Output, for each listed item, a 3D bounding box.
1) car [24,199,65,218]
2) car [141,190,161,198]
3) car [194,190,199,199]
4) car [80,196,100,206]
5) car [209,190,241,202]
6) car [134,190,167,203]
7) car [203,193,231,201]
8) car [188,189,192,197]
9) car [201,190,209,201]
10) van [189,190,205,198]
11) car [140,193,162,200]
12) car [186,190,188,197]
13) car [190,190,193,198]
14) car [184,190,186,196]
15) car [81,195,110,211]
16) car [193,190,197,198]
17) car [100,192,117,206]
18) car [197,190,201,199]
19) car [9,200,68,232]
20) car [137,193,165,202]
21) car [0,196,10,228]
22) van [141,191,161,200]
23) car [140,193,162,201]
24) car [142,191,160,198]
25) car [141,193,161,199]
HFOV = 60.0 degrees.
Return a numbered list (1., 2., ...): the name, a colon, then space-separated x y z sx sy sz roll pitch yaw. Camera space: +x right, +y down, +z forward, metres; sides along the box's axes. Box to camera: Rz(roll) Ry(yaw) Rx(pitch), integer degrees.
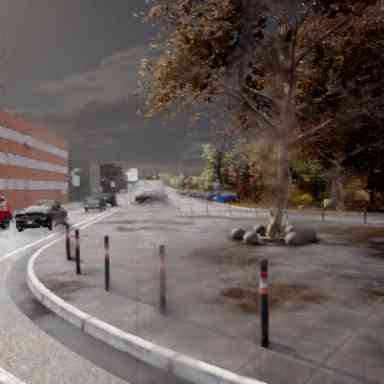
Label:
1. car: -13.903 1.490 31.659 2.128 1.511 4.902 -1 1 -6
2. car: -11.542 0.570 93.226 5.566 2.045 2.435 -1 1 -7
3. car: 3.704 0.867 72.438 5.008 1.535 2.097 -1 1 -7
4. car: -16.217 1.390 53.100 2.033 1.411 5.357 -1 1 -6
5. car: 5.761 0.862 55.612 4.553 1.767 2.185 -1 1 -7
6. car: -7.022 0.868 56.772 5.566 2.045 2.435 -1 0 -7
7. car: 4.775 0.936 64.036 4.892 1.521 2.231 -1 1 -7
8. car: 2.281 0.771 83.768 5.008 1.535 2.097 -1 1 -7
9. car: 5.075 0.704 61.350 5.566 2.045 2.435 -1 1 -7
10. van: 1.359 0.474 92.060 4.442 1.987 1.878 -1 1 -7
11. car: -9.132 1.017 73.597 4.792 1.488 2.163 -1 1 -7
12. car: 1.587 0.724 89.372 5.008 1.535 2.097 -1 1 -7
13. car: 2.642 0.795 80.968 5.008 1.535 2.097 -1 1 -7
14. car: 0.901 0.679 94.852 4.892 1.521 2.231 -1 1 -7
15. car: -11.227 1.464 38.760 2.033 1.411 5.357 -1 0 -6
16. car: 3.352 0.843 75.240 5.008 1.535 2.097 -1 1 -7
17. car: -12.521 1.063 49.372 2.150 2.045 5.566 -1 1 -7
18. car: 4.057 0.892 69.637 4.892 1.521 2.231 -1 0 -7
19. car: -9.268 1.515 20.919 1.882 1.535 5.008 -1 0 -6
20. car: -7.701 1.079 62.385 5.008 1.535 2.097 -1 0 -7
21. car: -12.593 1.305 19.471 2.150 2.045 5.566 -1 0 -6
22. van: -9.342 0.736 76.416 4.442 1.987 1.878 -1 1 -7
23. car: -8.748 1.051 70.797 4.674 1.452 2.002 -1 1 -7
24. car: -10.834 0.743 87.621 4.553 1.767 2.185 -1 1 -7
25. car: -9.810 0.980 79.207 4.674 1.452 2.002 -1 1 -7
